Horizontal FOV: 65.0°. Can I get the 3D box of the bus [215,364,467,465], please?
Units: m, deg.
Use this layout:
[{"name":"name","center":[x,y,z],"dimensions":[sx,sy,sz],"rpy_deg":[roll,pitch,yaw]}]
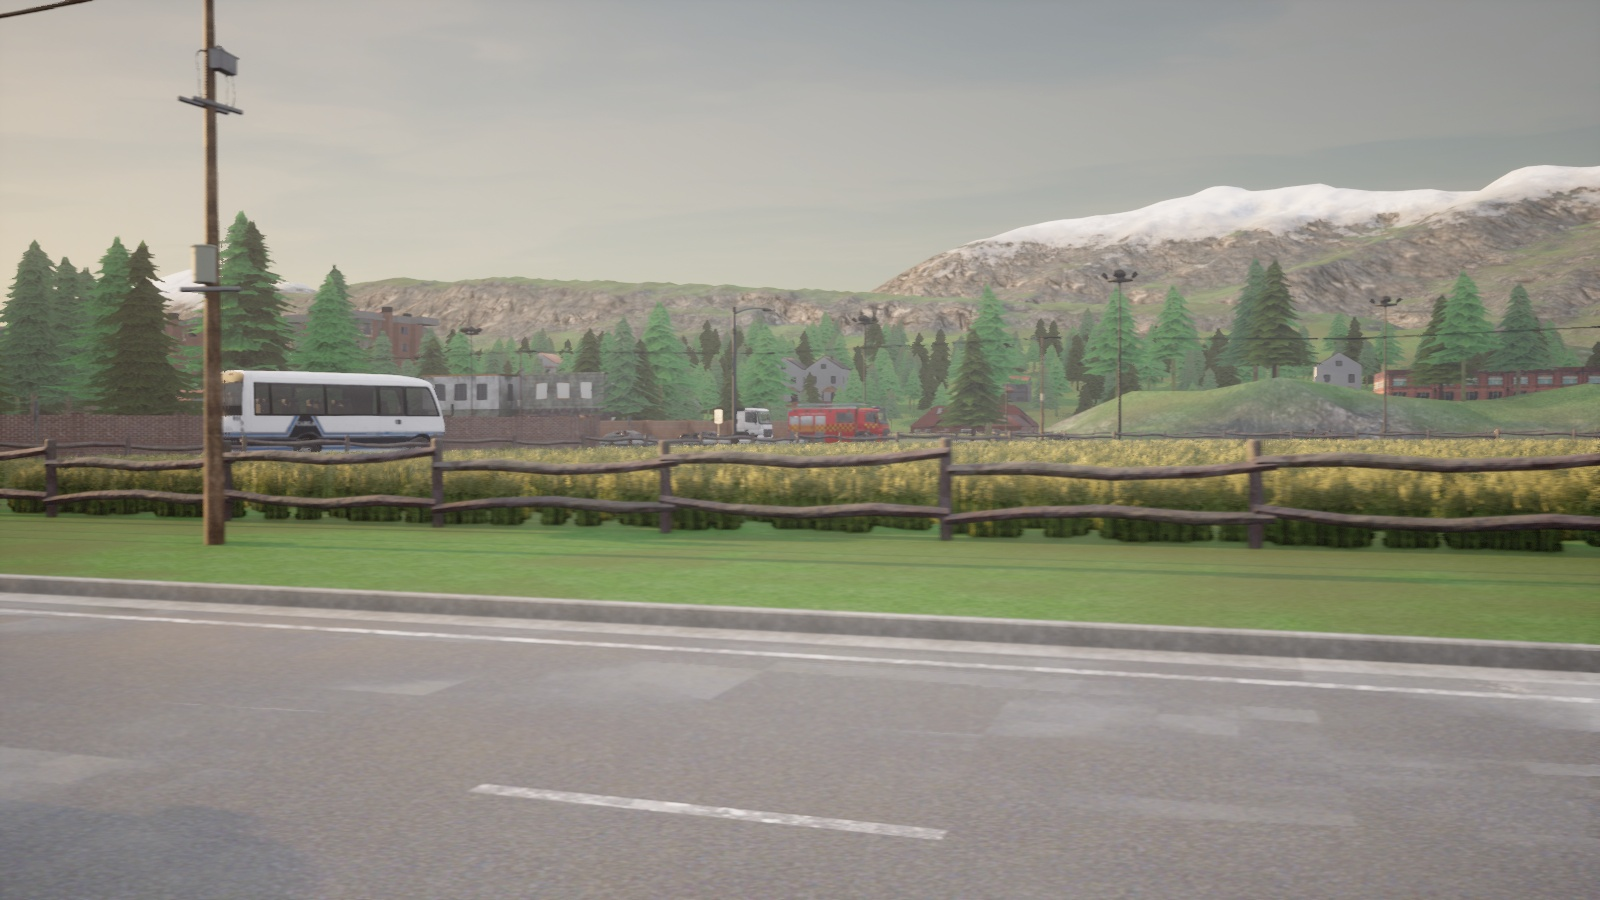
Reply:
[{"name":"bus","center":[-20.983,-1.560,58.115],"dimensions":[3.944,4.253,10.273],"rpy_deg":[1,1,41]}]
